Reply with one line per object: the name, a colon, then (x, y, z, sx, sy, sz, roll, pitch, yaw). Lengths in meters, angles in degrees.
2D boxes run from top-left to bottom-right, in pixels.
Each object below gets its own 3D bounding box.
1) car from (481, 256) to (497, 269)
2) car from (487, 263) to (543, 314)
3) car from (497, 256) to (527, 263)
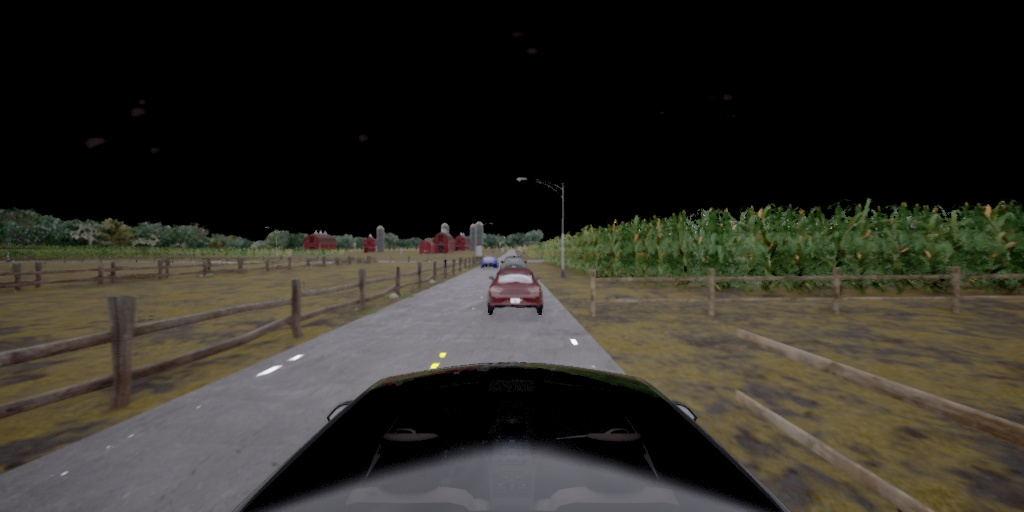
car: (-2.726, 0.745, 43.613, 1.882, 1.535, 5.008, 0, 0, 0)
car: (0.111, 1.145, 13.058, 1.812, 1.442, 4.674, 0, 1, 0)
car: (0.158, 0.788, 29.132, 2.097, 1.767, 4.553, 0, 1, 0)
